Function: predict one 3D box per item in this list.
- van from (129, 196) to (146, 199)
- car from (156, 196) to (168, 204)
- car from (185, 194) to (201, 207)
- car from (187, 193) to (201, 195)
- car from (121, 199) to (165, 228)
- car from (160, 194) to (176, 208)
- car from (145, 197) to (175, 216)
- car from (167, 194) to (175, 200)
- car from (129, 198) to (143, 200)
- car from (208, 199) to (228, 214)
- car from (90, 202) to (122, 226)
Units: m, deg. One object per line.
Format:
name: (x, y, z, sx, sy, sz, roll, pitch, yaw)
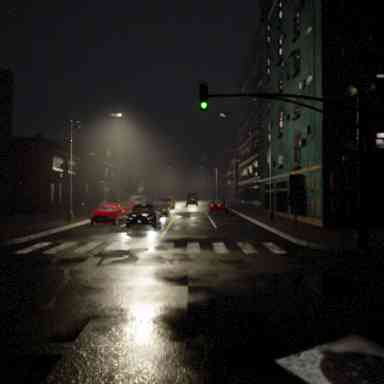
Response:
van: (-5.680, 1.285, 34.700, 1.690, 1.788, 3.998, 1, 0, 0)
car: (-5.692, 1.482, 63.134, 1.802, 1.307, 4.206, 1, 0, 0)
car: (-0.011, 1.466, 51.003, 2.033, 1.411, 5.357, 0, 0, 0)
car: (-0.014, 1.125, 61.458, 2.150, 2.045, 5.566, 0, 0, 0)
car: (-3.099, 1.469, 21.940, 1.837, 1.490, 4.892, 0, 0, 0)
car: (-3.100, 1.410, 41.987, 1.882, 1.535, 5.008, 0, 0, 0)
car: (-3.094, 1.496, 31.817, 2.033, 1.411, 5.357, 0, 0, 0)
car: (-5.697, 1.299, 91.566, 1.967, 1.590, 4.097, 1, 0, 0)
car: (-5.683, 1.498, 29.013, 1.887, 1.381, 4.507, 1, 0, 0)
car: (2.698, 1.384, 34.763, 1.967, 1.590, 4.097, 1, 0, 0)
car: (-5.758, 1.507, 23.331, 1.887, 1.381, 4.507, 1, 0, 0)
